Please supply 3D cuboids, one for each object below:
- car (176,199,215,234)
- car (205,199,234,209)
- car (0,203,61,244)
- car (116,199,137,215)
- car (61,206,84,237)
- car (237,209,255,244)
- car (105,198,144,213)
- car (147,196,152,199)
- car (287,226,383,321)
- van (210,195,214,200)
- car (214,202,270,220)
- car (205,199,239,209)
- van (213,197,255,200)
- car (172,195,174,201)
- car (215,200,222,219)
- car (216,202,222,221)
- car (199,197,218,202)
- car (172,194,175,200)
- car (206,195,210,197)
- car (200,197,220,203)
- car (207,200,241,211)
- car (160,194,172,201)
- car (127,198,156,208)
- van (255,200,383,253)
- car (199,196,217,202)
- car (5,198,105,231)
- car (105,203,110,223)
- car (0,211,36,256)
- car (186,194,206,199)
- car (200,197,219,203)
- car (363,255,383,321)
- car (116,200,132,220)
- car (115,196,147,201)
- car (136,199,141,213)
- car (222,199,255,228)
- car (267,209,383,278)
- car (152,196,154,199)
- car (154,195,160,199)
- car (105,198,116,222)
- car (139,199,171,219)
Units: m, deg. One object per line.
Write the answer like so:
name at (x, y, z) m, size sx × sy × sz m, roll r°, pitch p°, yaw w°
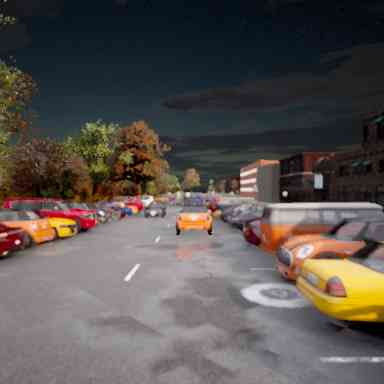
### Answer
car at (0.124, 1.545, 20.838) m, size 2.097 × 1.767 × 4.553 m, roll 0°, pitch 0°, yaw 0°
car at (4.585, 1.994, 55.962) m, size 4.674 × 1.452 × 2.002 m, roll -1°, pitch 0°, yaw 0°
car at (-8.492, 1.490, 14.350) m, size 4.553 × 1.767 × 2.185 m, roll 0°, pitch -1°, yaw 0°
car at (-8.509, 1.779, 33.845) m, size 5.008 × 1.535 × 2.097 m, roll 0°, pitch 0°, yaw 0°
car at (-8.526, 1.640, 17.134) m, size 5.008 × 1.535 × 2.097 m, roll 0°, pitch 0°, yaw 0°
car at (4.585, 1.646, 14.356) m, size 4.792 × 1.488 × 2.163 m, roll 0°, pitch -1°, yaw 0°
car at (-8.463, 1.719, 42.199) m, size 4.553 × 1.767 × 2.185 m, roll 0°, pitch 0°, yaw 0°
car at (-8.520, 1.762, 47.644) m, size 4.553 × 1.767 × 2.185 m, roll 0°, pitch 0°, yaw 0°
car at (4.732, 1.537, 6.006) m, size 5.366 × 1.575 × 1.946 m, roll 0°, pitch -1°, yaw 0°
van at (4.699, 1.597, 39.283) m, size 4.442 × 1.987 × 1.878 m, roll 0°, pitch 0°, yaw 0°
car at (4.580, 1.759, 31.056) m, size 4.892 × 1.521 × 2.231 m, roll 0°, pitch 0°, yaw 0°
car at (4.783, 1.930, 53.321) m, size 5.366 × 1.575 × 1.946 m, roll 0°, pitch 0°, yaw 0°
van at (4.693, 1.554, 33.841) m, size 4.442 × 1.987 × 1.878 m, roll 0°, pitch 0°, yaw 0°
car at (-8.108, 1.990, 87.661) m, size 5.008 × 1.535 × 2.097 m, roll 0°, pitch 0°, yaw 0°
car at (4.385, 1.732, 28.273) m, size 5.366 × 1.575 × 1.946 m, roll 0°, pitch 0°, yaw 0°
car at (4.561, 1.714, 25.490) m, size 4.892 × 1.521 × 2.231 m, roll 0°, pitch 0°, yaw 0°
car at (4.483, 2.009, 90.602) m, size 5.008 × 1.535 × 2.097 m, roll 0°, pitch 0°, yaw 0°
car at (-8.096, 2.025, 93.433) m, size 4.892 × 1.521 × 2.231 m, roll 0°, pitch 0°, yaw 0°
car at (4.406, 1.971, 79.298) m, size 4.792 × 1.488 × 2.163 m, roll 0°, pitch 0°, yaw 0°
car at (4.443, 1.998, 82.125) m, size 4.674 × 1.452 × 2.002 m, roll 0°, pitch 0°, yaw 0°
car at (4.589, 1.930, 47.755) m, size 4.674 × 1.452 × 2.002 m, roll 0°, pitch 0°, yaw 0°
car at (-8.092, 1.848, 84.963) m, size 4.553 × 1.767 × 2.185 m, roll 0°, pitch 0°, yaw 0°
car at (-8.448, 1.828, 56.125) m, size 4.553 × 1.767 × 2.185 m, roll 0°, pitch 0°, yaw 0°
van at (4.670, 1.365, 11.512) m, size 4.442 × 1.987 × 1.878 m, roll 0°, pitch -1°, yaw 0°
car at (4.483, 2.026, 93.427) m, size 5.008 × 1.535 × 2.097 m, roll 0°, pitch 0°, yaw 0°
car at (-8.490, 1.413, 19.923) m, size 5.566 × 2.045 × 2.435 m, roll 0°, pitch -1°, yaw 0°
car at (-8.522, 1.690, 22.704) m, size 4.892 × 1.521 × 2.231 m, roll 0°, pitch 0°, yaw 0°
car at (-8.522, 1.590, 11.565) m, size 5.008 × 1.535 × 2.097 m, roll 0°, pitch -1°, yaw 0°
car at (0.151, 1.548, 37.285) m, size 2.150 × 2.045 × 5.566 m, roll 0°, pitch 0°, yaw 0°
car at (4.454, 2.015, 84.950) m, size 4.674 × 1.452 × 2.002 m, roll 0°, pitch 0°, yaw 0°
car at (4.541, 1.554, 3.223) m, size 4.674 × 1.452 × 2.002 m, roll 0°, pitch -1°, yaw 0°
car at (-8.477, 1.786, 31.058) m, size 4.792 × 1.488 × 2.163 m, roll 0°, pitch 0°, yaw 0°
car at (-8.526, 1.571, 39.291) m, size 5.566 × 2.045 × 2.435 m, roll 0°, pitch 0°, yaw 0°
car at (-8.686, 1.797, 36.505) m, size 5.366 × 1.575 × 1.946 m, roll 0°, pitch 0°, yaw 0°
car at (4.596, 1.564, 22.706) m, size 4.553 × 1.767 × 2.185 m, roll 0°, pitch 0°, yaw 0°
car at (4.581, 1.440, 8.791) m, size 4.553 × 1.767 × 2.185 m, roll 0°, pitch -1°, yaw 0°
car at (-8.517, 1.784, 50.429) m, size 4.553 × 1.767 × 2.185 m, roll 0°, pitch 0°, yaw 0°
car at (-8.511, 1.681, 53.340) m, size 5.566 × 2.045 × 2.435 m, roll 0°, pitch 0°, yaw 0°
car at (-8.544, 1.586, 25.491) m, size 4.553 × 1.767 × 2.185 m, roll 0°, pitch 0°, yaw 0°
car at (-3.560, 1.785, 33.055) m, size 2.128 × 1.511 × 4.902 m, roll 0°, pitch 0°, yaw 0°
